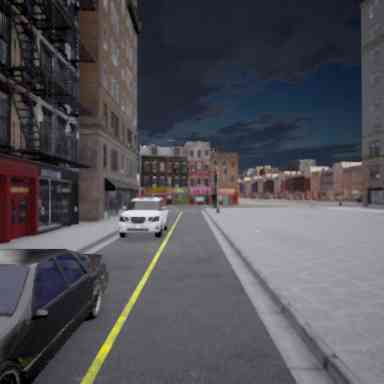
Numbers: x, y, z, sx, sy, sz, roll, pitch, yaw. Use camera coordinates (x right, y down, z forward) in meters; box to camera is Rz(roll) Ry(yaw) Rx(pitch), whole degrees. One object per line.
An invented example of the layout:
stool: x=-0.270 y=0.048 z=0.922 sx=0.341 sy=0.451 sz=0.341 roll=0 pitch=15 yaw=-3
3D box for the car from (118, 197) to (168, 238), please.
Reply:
car: x=-2.584 y=1.339 z=18.875 sx=2.150 sy=2.045 sz=5.566 roll=0 pitch=0 yaw=1

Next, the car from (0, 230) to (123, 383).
car: x=-2.604 y=1.578 z=4.697 sx=2.033 sy=1.411 sz=5.357 roll=0 pitch=0 yaw=0
